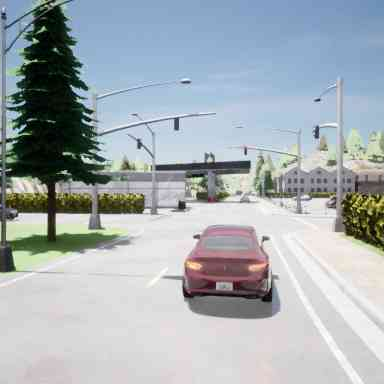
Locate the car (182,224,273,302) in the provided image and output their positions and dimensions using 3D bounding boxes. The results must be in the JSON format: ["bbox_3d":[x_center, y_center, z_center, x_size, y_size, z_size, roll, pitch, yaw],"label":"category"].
[{"bbox_3d":[0.940,1.526,8.241,1.812,1.442,4.674,0,0,9],"label":"car"}]

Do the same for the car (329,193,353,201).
[{"bbox_3d":[33.283,1.097,74.555,4.605,1.855,1.932,0,0,9],"label":"car"}]

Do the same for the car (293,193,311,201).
[{"bbox_3d":[26.034,1.077,79.047,3.866,1.878,1.905,0,0,9],"label":"car"}]

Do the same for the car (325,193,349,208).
[{"bbox_3d":[19.529,1.330,42.028,5.027,1.636,2.152,0,0,9],"label":"car"}]

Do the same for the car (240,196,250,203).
[{"bbox_3d":[10.849,1.526,68.068,1.812,1.442,4.674,0,0,10],"label":"car"}]

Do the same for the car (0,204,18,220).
[{"bbox_3d":[-16.208,1.492,26.272,4.902,1.511,2.128,0,0,9],"label":"car"}]

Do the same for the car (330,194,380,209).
[{"bbox_3d":[19.084,1.340,38.922,4.514,1.523,2.007,0,0,9],"label":"car"}]

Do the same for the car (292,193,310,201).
[{"bbox_3d":[24.904,1.361,75.861,3.806,1.475,1.970,0,0,9],"label":"car"}]
